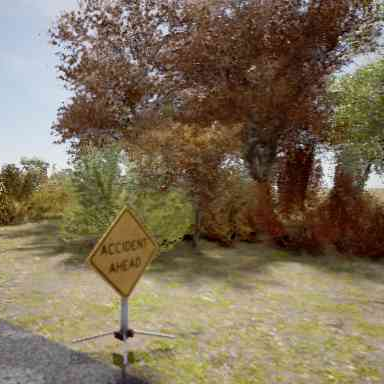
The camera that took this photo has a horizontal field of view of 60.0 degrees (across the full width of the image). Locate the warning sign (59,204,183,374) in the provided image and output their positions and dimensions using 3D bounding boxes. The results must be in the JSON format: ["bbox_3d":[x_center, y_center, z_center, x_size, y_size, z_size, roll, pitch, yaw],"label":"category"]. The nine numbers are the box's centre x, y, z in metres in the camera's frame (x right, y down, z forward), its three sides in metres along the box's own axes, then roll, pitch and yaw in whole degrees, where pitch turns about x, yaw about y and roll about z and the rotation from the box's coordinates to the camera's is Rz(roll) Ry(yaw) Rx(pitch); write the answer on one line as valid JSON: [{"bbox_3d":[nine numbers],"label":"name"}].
[{"bbox_3d":[-0.935,1.120,4.587,1.060,1.860,1.300,0,0,35],"label":"warning sign"}]
